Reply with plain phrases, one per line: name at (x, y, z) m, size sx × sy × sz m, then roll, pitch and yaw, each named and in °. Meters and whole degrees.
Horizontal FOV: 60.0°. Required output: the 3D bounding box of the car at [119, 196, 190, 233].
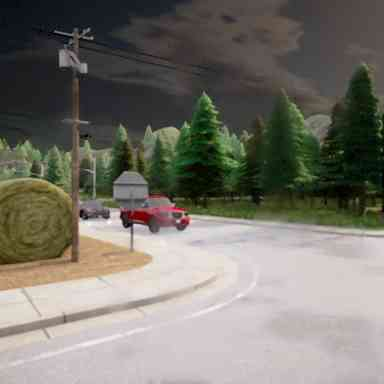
car at (-2.470, 1.264, 20.445) m, size 2.150 × 2.045 × 5.566 m, roll 0°, pitch 0°, yaw -38°

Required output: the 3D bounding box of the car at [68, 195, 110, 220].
car at (-8.725, 1.394, 28.351) m, size 2.097 × 1.767 × 4.553 m, roll 0°, pitch 0°, yaw -38°
